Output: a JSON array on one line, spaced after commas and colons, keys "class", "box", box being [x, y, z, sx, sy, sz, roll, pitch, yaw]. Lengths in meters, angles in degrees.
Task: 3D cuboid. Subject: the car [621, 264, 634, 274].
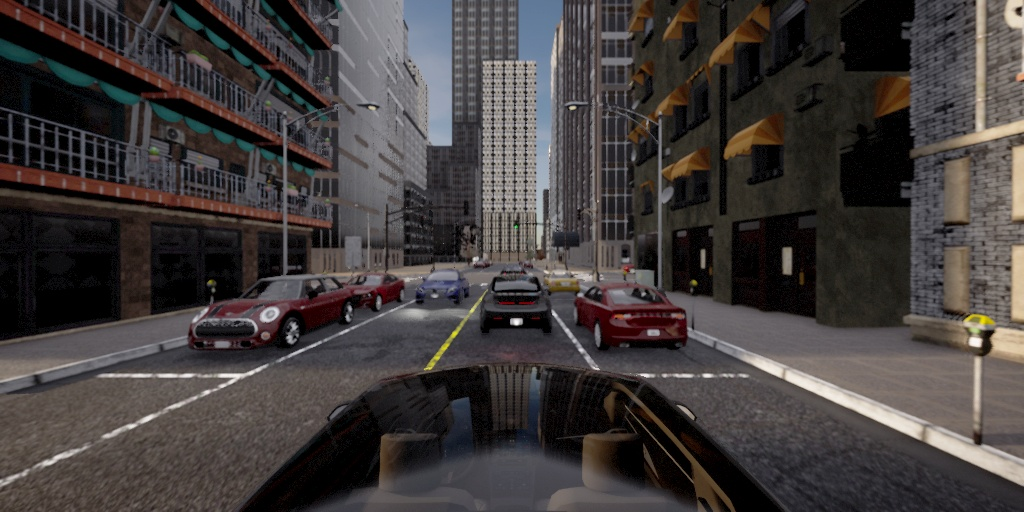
[{"class": "car", "box": [14.265, 1.188, 39.210, 4.507, 1.381, 1.888, 0, 0, 0]}]

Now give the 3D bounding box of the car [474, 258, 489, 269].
[{"class": "car", "box": [-5.687, 1.593, 63.595, 1.888, 1.381, 4.507, 0, 0, 0]}]

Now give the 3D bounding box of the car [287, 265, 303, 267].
[{"class": "car", "box": [-23.832, 1.675, 38.889, 4.097, 1.591, 1.967, 0, 0, 0]}]

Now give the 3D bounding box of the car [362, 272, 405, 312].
[{"class": "car", "box": [-5.691, 1.356, 14.559, 1.888, 1.381, 4.507, 0, 0, 0]}]

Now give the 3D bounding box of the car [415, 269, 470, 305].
[{"class": "car", "box": [-3.049, 1.345, 16.579, 1.812, 1.442, 4.674, 0, -1, 1]}]

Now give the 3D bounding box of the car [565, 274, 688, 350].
[{"class": "car", "box": [2.690, 1.329, 9.021, 1.888, 1.381, 4.507, 0, 0, 0]}]

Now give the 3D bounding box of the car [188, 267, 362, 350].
[{"class": "car", "box": [-5.692, 1.224, 9.035, 1.967, 1.591, 4.097, 0, 0, 0]}]

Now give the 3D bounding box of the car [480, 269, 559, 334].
[{"class": "car", "box": [0.101, 1.297, 10.786, 1.837, 1.490, 4.892, 0, 0, 0]}]

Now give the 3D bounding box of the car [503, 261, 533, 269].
[{"class": "car", "box": [0.101, 1.352, 24.961, 2.128, 1.511, 4.902, 0, 0, 0]}]

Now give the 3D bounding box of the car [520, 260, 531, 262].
[{"class": "car", "box": [2.693, 1.487, 63.593, 1.967, 1.591, 4.097, 0, 0, 0]}]

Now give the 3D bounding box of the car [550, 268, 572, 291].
[{"class": "car", "box": [2.690, 1.362, 20.237, 1.751, 1.417, 4.829, 0, 0, 0]}]
